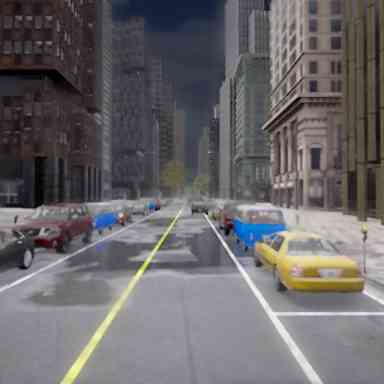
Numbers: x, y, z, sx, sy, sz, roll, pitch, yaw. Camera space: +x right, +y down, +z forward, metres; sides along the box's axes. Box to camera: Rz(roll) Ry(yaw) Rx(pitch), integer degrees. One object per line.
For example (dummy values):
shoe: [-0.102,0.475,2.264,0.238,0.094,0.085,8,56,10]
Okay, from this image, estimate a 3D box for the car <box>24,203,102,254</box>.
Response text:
car: [-5.769,1.449,14.326,2.192,1.841,5.009,0,-1,0]

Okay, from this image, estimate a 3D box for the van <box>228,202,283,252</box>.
van: [2.761,1.475,14.318,1.690,1.788,3.998,0,-1,0]

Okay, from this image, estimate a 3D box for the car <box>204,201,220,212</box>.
car: [2.746,2.002,47.464,2.008,1.369,4.403,0,-1,0]

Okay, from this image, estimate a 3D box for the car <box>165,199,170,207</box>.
car: [-5.809,2.135,63.881,1.752,1.417,4.829,0,-1,0]

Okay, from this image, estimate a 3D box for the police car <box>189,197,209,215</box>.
police car: [0.878,1.796,39.038,1.930,1.638,5.238,0,-1,0]

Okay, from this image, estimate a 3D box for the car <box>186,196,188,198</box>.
car: [-0.043,2.082,75.242,1.837,1.490,4.892,0,-1,0]

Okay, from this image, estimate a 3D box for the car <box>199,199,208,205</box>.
car: [2.733,2.316,80.612,1.887,1.381,4.507,0,-1,0]

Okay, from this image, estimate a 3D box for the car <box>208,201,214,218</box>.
car: [2.753,1.819,31.060,1.752,1.417,4.829,0,-1,0]

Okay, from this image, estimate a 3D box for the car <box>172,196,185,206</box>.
car: [-3.040,2.199,70.995,1.812,1.442,4.674,0,-1,0]

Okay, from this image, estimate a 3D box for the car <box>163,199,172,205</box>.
car: [-5.822,2.316,80.626,1.887,1.381,4.507,0,-1,0]

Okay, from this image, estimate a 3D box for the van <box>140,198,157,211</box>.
van: [-5.791,1.739,41.952,1.690,1.788,3.998,0,-1,0]

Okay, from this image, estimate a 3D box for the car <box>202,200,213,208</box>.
car: [2.742,2.139,58.513,1.802,1.307,4.206,0,-1,0]

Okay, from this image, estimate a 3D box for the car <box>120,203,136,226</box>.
car: [-5.778,1.680,25.375,1.967,1.590,4.097,0,-1,0]

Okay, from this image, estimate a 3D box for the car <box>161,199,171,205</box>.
car: [-5.818,2.262,75.101,1.887,1.381,4.507,0,-1,0]

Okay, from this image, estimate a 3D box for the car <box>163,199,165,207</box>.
car: [-5.800,2.049,53.000,1.887,1.381,4.507,0,-1,0]

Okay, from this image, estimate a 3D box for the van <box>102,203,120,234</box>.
van: [-5.774,1.528,19.851,1.690,1.788,3.998,0,-1,0]

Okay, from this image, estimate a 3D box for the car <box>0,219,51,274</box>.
car: [-5.766,1.633,8.799,2.008,1.369,4.403,0,-1,0]

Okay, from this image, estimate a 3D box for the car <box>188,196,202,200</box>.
car: [0.869,1.748,54.960,2.150,2.045,5.566,0,-1,0]

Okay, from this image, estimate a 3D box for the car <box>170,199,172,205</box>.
car: [-5.813,2.209,69.575,1.887,1.381,4.507,0,-1,0]

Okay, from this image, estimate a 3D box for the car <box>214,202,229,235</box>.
car: [2.758,1.501,19.843,2.192,1.841,5.009,0,-1,0]

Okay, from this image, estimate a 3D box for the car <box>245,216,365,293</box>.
car: [2.762,1.609,8.962,1.752,1.417,4.829,0,-1,0]

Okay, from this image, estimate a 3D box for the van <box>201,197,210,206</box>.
van: [2.738,2.005,69.565,1.690,1.788,3.998,0,-1,0]

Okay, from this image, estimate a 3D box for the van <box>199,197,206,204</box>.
van: [2.731,2.166,86.139,1.690,1.788,3.998,0,-1,0]

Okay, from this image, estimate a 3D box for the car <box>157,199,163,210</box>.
car: [-5.795,1.766,47.477,2.192,1.841,5.009,0,-1,0]

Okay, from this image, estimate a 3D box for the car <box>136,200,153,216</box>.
car: [-5.787,1.896,36.424,2.008,1.369,4.403,0,-1,0]
